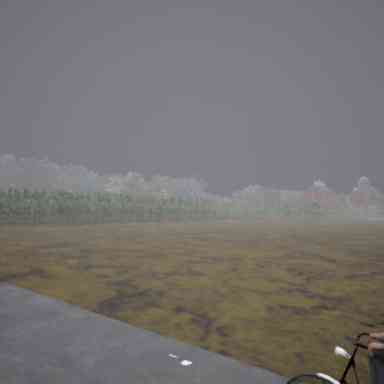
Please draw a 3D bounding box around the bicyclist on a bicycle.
[{"bbox_3d":[1.577,1.464,2.633,1.843,1.776,0.659,-1,-2,37],"label":"bicyclist on a bicycle"}]
